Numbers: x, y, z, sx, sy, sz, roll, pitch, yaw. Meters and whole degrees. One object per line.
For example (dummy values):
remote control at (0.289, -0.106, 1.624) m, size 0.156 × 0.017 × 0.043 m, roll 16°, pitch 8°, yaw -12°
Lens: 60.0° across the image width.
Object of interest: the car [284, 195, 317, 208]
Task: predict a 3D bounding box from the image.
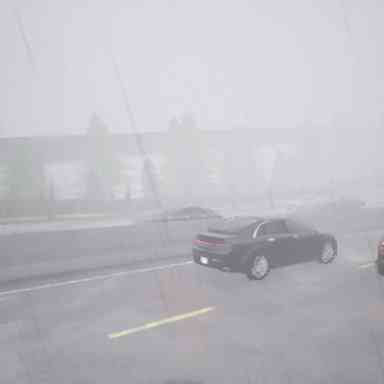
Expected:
car at (11.314, 1.097, 33.447) m, size 4.674 × 1.442 × 1.812 m, roll -2°, pitch 1°, yaw -35°

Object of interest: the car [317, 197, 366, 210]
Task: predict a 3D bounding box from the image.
car at (14.182, 1.132, 31.180) m, size 4.718 × 1.301 × 1.895 m, roll -3°, pitch 2°, yaw -35°

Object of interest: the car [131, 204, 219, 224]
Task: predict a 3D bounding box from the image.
car at (-0.665, 1.403, 16.386) m, size 4.892 × 1.490 × 1.837 m, roll 0°, pitch 0°, yaw -35°

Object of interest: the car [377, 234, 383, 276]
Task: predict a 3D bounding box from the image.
car at (6.783, 1.230, 8.581) m, size 4.553 × 1.767 × 2.097 m, roll -1°, pitch 1°, yaw -35°

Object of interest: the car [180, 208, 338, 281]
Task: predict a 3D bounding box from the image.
car at (2.274, 1.418, 9.665) m, size 4.892 × 1.490 × 1.837 m, roll -1°, pitch 0°, yaw -35°
